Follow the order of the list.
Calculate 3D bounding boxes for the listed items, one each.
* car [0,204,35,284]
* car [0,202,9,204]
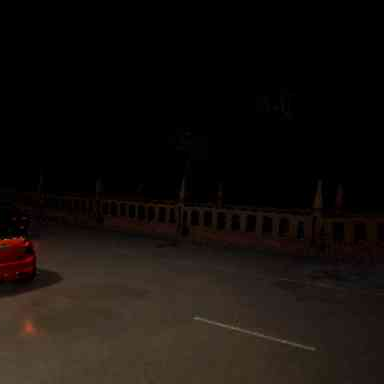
[{"bbox_3d":[-5.899,1.266,8.196,4.553,1.767,2.097,2,1,36],"label":"car"},{"bbox_3d":[-9.263,1.156,14.897,4.892,1.490,1.837,4,2,35],"label":"car"}]
